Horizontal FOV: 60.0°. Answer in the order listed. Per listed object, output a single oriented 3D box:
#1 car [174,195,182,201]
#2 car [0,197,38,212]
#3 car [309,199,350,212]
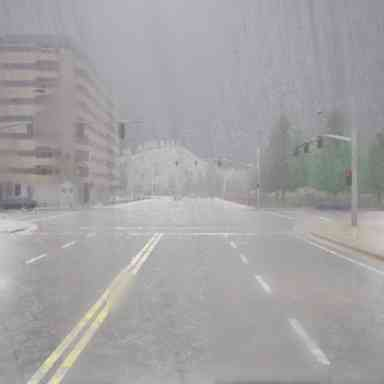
[{"bbox_3d":[-3.500,1.464,81.941,2.128,1.511,4.902,0,0,0],"label":"car"},{"bbox_3d":[-20.006,1.364,37.514,4.892,1.490,1.837,0,0,0],"label":"car"},{"bbox_3d":[15.414,1.439,37.320,4.181,1.385,1.994,0,0,0],"label":"car"}]
